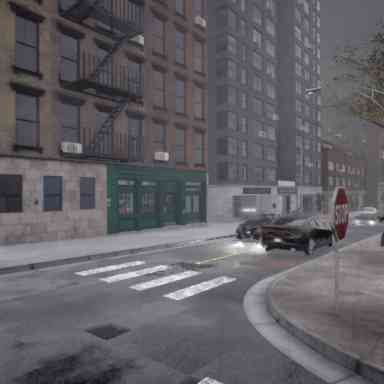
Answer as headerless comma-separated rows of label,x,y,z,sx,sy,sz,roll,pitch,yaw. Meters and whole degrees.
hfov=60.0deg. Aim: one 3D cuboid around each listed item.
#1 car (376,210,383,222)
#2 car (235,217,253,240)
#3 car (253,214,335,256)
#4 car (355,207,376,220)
car,21.091,2.504,34.960,1.895,1.301,4.718,0,-1,39
car,4.143,1.934,18.614,1.994,1.385,4.181,0,-2,39
car,4.873,1.778,14.817,1.882,1.535,5.008,0,-1,39
car,20.590,2.504,38.971,1.812,1.442,4.674,0,-2,39
